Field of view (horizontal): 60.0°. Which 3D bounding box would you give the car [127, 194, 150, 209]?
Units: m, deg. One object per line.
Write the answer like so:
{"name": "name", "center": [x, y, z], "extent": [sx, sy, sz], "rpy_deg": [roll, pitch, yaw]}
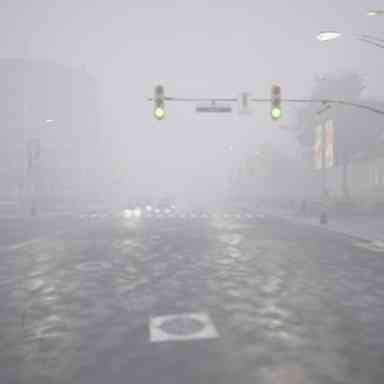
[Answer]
{"name": "car", "center": [-7.104, 1.388, 43.030], "extent": [2.128, 1.511, 4.902], "rpy_deg": [0, 0, 0]}

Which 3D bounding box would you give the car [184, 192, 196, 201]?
{"name": "car", "center": [-1.192, 1.044, 75.281], "extent": [2.150, 2.045, 5.566], "rpy_deg": [0, 0, -29]}

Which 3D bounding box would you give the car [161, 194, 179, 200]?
{"name": "car", "center": [-3.611, 1.437, 52.716], "extent": [1.994, 1.385, 4.181], "rpy_deg": [0, 0, 0]}

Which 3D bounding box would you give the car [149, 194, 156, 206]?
{"name": "car", "center": [-7.110, 1.475, 52.299], "extent": [1.895, 1.301, 4.718], "rpy_deg": [0, 0, 0]}

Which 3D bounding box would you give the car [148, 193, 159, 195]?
{"name": "car", "center": [-7.777, 1.376, 62.467], "extent": [1.812, 1.442, 4.674], "rpy_deg": [0, 0, -10]}

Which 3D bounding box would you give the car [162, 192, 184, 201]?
{"name": "car", "center": [-4.236, 1.179, 73.580], "extent": [2.097, 1.767, 4.553], "rpy_deg": [0, 0, -29]}

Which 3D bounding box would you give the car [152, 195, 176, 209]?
{"name": "car", "center": [-3.607, 1.443, 43.499], "extent": [2.033, 1.411, 5.357], "rpy_deg": [0, 0, 0]}

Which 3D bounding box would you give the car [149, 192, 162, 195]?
{"name": "car", "center": [-9.642, 0.978, 81.909], "extent": [2.150, 2.045, 5.566], "rpy_deg": [0, 0, -43]}

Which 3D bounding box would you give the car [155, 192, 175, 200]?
{"name": "car", "center": [-6.915, 0.963, 84.103], "extent": [2.150, 2.045, 5.566], "rpy_deg": [0, 0, -43]}
